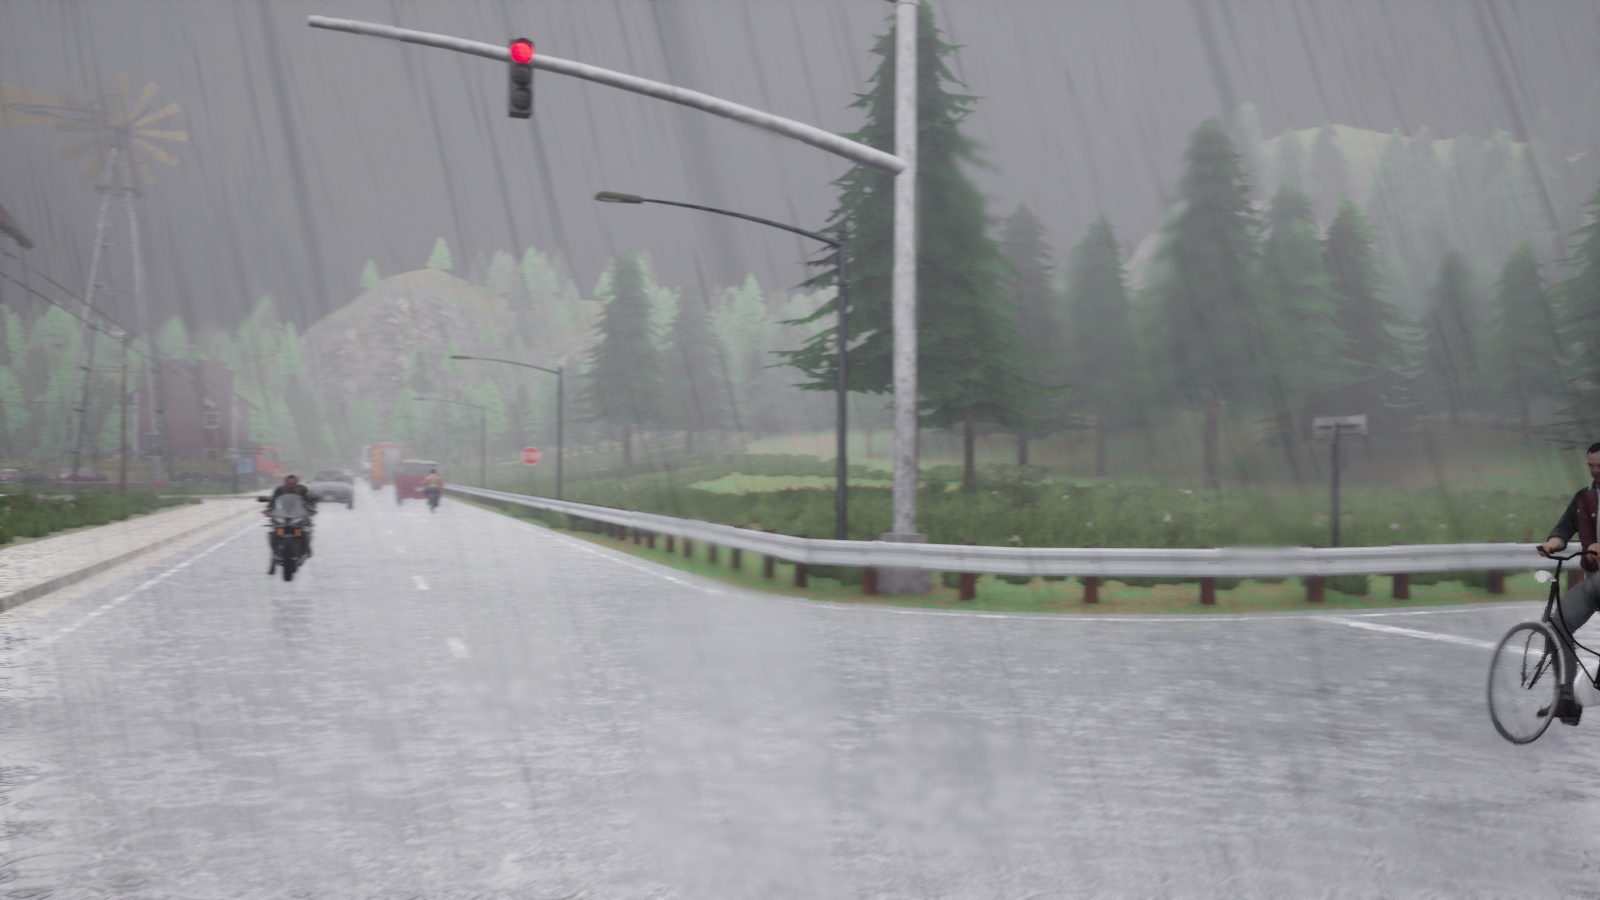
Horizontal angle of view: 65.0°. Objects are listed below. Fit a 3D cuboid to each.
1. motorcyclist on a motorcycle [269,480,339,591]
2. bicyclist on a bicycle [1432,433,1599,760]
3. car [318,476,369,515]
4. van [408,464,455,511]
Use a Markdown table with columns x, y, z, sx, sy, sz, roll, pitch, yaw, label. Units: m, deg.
| x | y | z | sx | sy | sz | roll | pitch | yaw | label |
| --- | --- | --- | --- | --- | --- | --- | --- | --- | --- |
| -7.329 | 1.216 | 18.645 | 0.866 | 1.530 | 2.191 | 0 | -1 | -19 | motorcyclist on a motorcycle |
| 4.710 | 0.800 | 7.513 | 1.843 | 1.776 | 0.659 | 0 | -1 | -26 | bicyclist on a bicycle |
| -18.130 | 1.785 | 49.991 | 1.816 | 1.474 | 4.193 | 0 | -1 | -19 | car |
| -16.374 | 1.621 | 55.637 | 1.775 | 1.987 | 4.442 | 0 | -1 | -19 | van |
